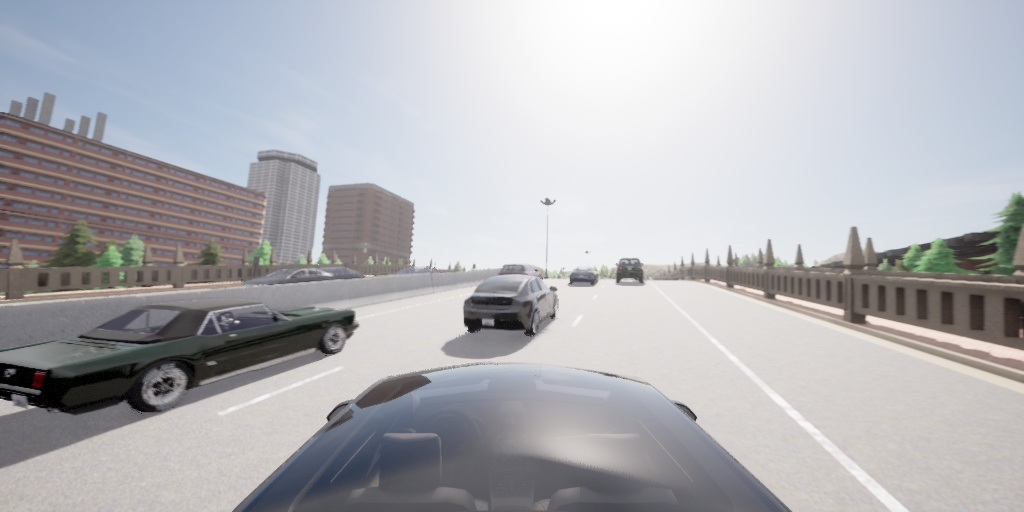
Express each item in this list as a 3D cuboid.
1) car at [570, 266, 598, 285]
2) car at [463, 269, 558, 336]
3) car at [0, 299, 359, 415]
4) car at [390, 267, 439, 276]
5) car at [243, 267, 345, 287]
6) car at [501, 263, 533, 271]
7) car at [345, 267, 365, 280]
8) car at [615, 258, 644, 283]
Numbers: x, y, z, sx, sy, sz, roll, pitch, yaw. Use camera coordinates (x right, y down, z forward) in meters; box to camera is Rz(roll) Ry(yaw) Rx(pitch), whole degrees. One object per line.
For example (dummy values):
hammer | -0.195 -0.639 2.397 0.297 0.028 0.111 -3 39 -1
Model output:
car | 5.860 1.528 28.991 1.994 1.385 4.181 0 -1 17
car | 0.160 1.326 10.835 1.837 1.490 4.892 0 0 17
car | -4.957 1.393 6.220 1.895 1.301 4.718 0 0 17
car | -6.740 1.484 24.582 2.033 1.411 5.357 0 0 17
car | -11.974 1.398 19.591 2.128 1.511 4.902 0 -1 17
car | 0.559 1.272 23.791 2.097 1.767 4.553 0 0 17
car | -13.401 1.511 26.731 2.033 1.411 5.357 0 0 17
car | 10.276 1.247 31.378 2.150 2.045 5.566 0 -3 17
